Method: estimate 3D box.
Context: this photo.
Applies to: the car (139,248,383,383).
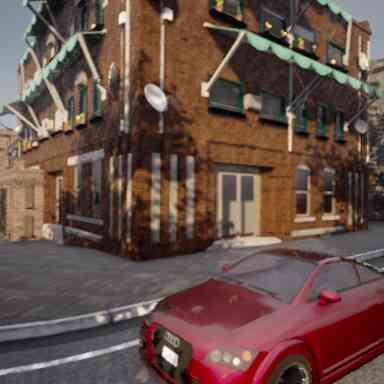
[{"bbox_3d":[1.387,1.555,4.703,4.181,1.385,1.994,0,0,-36],"label":"car"}]
